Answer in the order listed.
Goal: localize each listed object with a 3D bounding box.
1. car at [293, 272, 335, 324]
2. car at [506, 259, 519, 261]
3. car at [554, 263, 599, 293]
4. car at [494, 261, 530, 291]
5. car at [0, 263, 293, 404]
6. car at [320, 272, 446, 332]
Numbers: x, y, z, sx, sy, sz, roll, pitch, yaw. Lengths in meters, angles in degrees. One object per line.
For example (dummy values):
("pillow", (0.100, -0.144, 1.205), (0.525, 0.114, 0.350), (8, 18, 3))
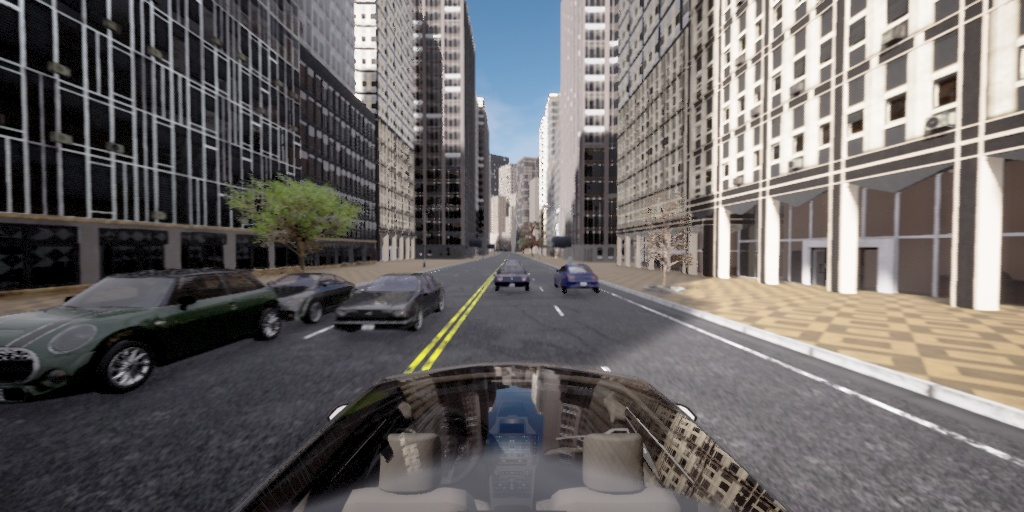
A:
("car", (-6.504, 1.224, 11.348), (1.994, 1.385, 4.181), (0, 1, 0))
("car", (0.042, 0.983, 33.762), (2.033, 1.411, 5.357), (0, 1, 0))
("car", (3.346, 1.108, 19.045), (1.812, 1.442, 4.674), (0, 1, 0))
("car", (0.015, 1.172, 20.280), (1.895, 1.301, 4.718), (0, 1, 0))
("car", (-6.509, 1.055, 6.555), (2.097, 1.767, 4.553), (0, 1, 0))
("car", (-3.258, 1.211, 10.786), (2.033, 1.411, 5.357), (0, 1, 0))
